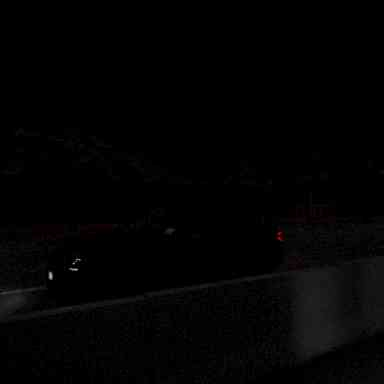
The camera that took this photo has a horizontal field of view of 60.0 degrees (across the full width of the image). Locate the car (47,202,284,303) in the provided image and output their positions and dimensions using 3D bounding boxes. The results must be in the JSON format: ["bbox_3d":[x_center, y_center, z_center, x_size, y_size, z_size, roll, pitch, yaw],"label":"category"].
[{"bbox_3d":[-0.322,1.263,7.772,5.566,2.045,2.150,1,0,-32],"label":"car"}]
